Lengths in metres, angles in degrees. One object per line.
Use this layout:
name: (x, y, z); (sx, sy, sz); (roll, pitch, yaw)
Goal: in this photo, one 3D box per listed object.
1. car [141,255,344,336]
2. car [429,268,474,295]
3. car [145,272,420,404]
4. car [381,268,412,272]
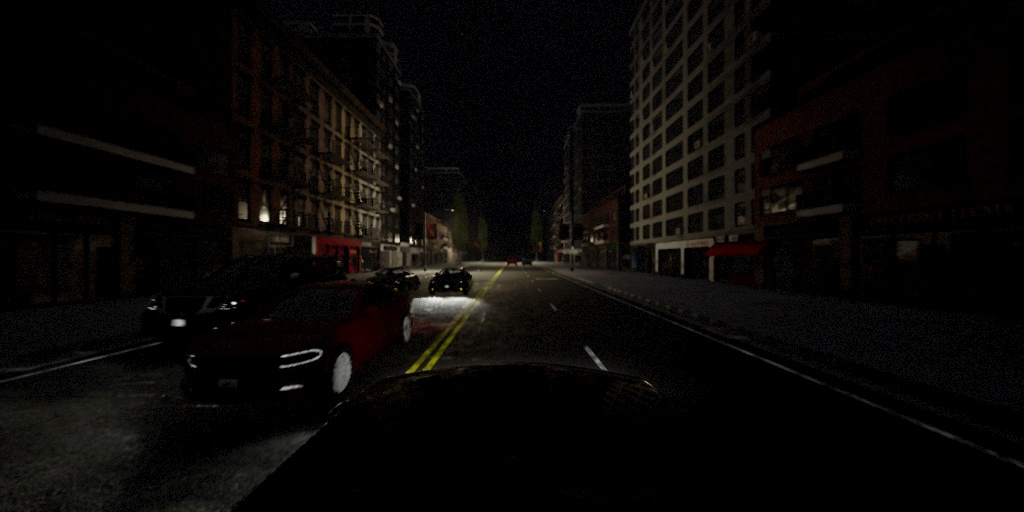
car: (-6.561, 0.982, 9.843); (2.150, 2.045, 5.566); (0, 0, 0)
car: (-3.245, 1.335, 19.842); (1.994, 1.385, 4.181); (0, 0, 0)
car: (-3.329, 1.233, 6.711); (1.882, 1.535, 5.008); (0, 0, 0)
car: (-6.496, 1.342, 19.843); (1.994, 1.385, 4.181); (0, 0, 0)
